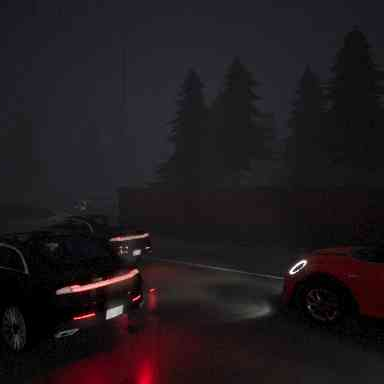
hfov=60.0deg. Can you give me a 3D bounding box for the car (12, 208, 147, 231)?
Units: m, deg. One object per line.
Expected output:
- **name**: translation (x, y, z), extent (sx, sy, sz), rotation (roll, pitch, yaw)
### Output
- **car**: translation (-3.496, 1.492, 10.801), extent (4.902, 1.511, 2.128), rotation (0, 0, 37)

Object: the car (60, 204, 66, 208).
- **car**: translation (-12.947, 1.601, 39.131), extent (1.895, 1.301, 4.718), rotation (0, 0, 35)

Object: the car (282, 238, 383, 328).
- **car**: translation (3.885, 1.352, 5.521), extent (4.553, 1.767, 2.097), rotation (0, 0, 36)

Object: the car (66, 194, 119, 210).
- **car**: translation (-10.527, 1.221, 36.578), extent (2.150, 2.045, 5.566), rotation (0, 0, 32)

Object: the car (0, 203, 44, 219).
- **car**: translation (-13.531, 1.547, 25.925), extent (2.033, 1.411, 5.357), rotation (0, 0, 38)

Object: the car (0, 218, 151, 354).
- **car**: translation (-3.061, 1.492, 6.147), extent (4.902, 1.511, 2.128), rotation (0, 0, 36)
